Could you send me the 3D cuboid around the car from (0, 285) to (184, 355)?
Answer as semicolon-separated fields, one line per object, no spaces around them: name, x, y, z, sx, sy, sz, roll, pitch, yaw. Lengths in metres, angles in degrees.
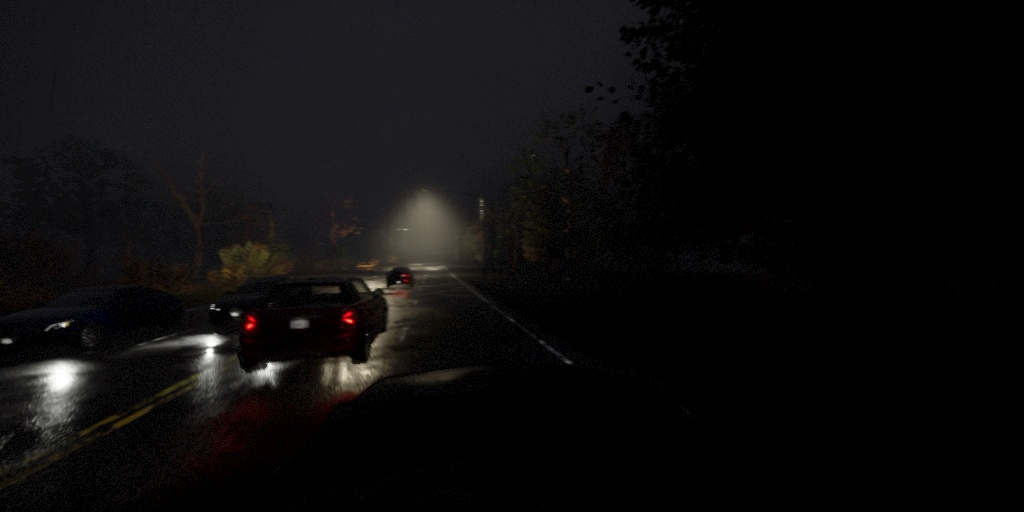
car;-11.435;1.585;10.032;1.812;1.442;4.674;-1;0;-13

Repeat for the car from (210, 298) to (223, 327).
car;-8.783;1.520;13.052;1.837;1.490;4.892;-1;0;-13

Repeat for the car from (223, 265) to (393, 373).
car;-4.197;1.237;8.362;2.097;1.767;4.553;-1;0;-13

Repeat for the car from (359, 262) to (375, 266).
car;-20.055;1.529;49.556;1.882;1.535;5.008;-1;0;-12

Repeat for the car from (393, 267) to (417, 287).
car;-8.442;1.586;27.426;1.837;1.490;4.892;-1;0;-12
